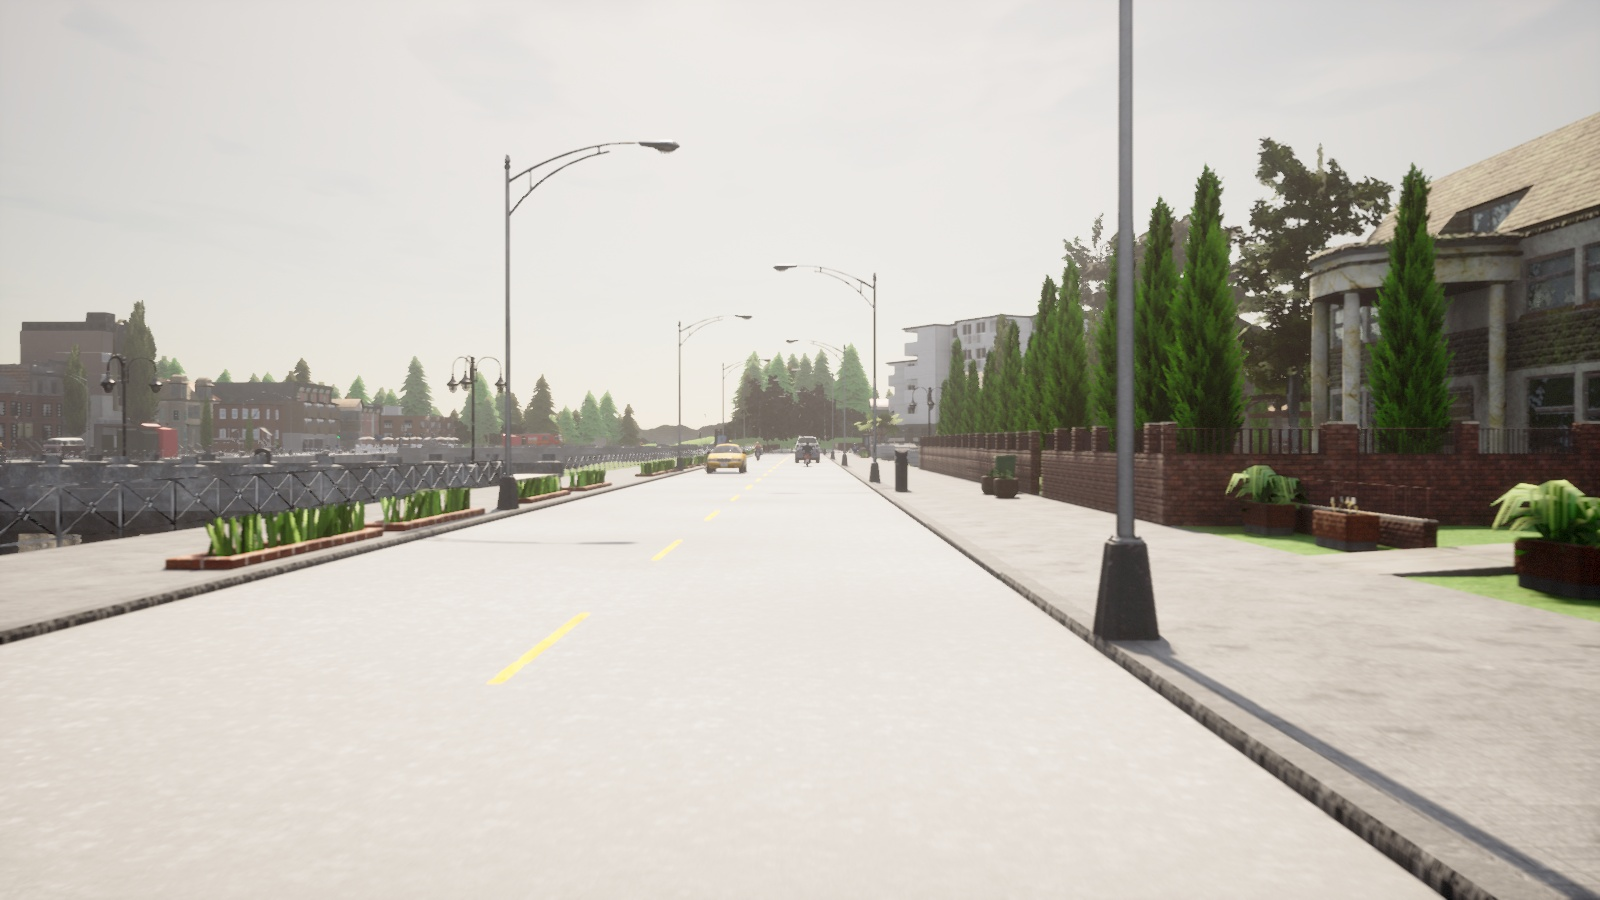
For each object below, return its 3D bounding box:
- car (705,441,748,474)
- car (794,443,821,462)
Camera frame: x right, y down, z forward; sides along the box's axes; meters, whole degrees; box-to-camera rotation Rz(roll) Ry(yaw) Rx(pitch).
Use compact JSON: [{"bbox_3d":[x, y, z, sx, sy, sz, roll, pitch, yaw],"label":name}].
[{"bbox_3d":[-3.624,0.329,62.657,1.801,1.575,5.366,0,0,0],"label":"car"},{"bbox_3d":[0.563,0.176,95.185,1.970,1.475,3.806,0,0,0],"label":"car"}]
